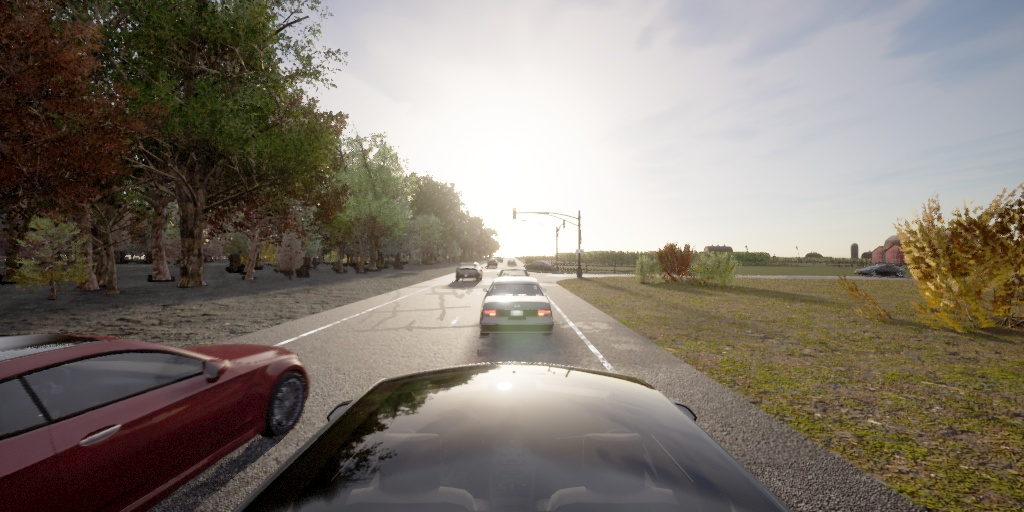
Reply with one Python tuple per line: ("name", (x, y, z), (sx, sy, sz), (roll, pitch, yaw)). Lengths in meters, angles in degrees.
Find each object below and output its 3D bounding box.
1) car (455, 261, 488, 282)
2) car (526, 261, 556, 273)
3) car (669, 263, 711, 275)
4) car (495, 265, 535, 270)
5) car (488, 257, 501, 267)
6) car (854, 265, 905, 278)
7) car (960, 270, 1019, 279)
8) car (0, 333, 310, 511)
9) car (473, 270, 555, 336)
("car", (-3.426, 1.247, 29.227), (2.128, 1.511, 4.902), (0, 0, 0))
("car", (3.626, 1.355, 46.832), (4.674, 1.442, 1.812), (4, 2, 43))
("car", (21.301, 1.531, 42.631), (4.902, 1.511, 2.128), (1, -1, 0))
("car", (0.081, 1.355, 20.034), (1.895, 1.301, 4.718), (0, 0, 0))
("car", (-3.460, 1.259, 64.770), (1.837, 1.490, 4.892), (0, 0, 0))
("car", (43.524, 1.788, 42.528), (4.892, 1.490, 1.837), (1, -1, 1))
("car", (51.384, 1.910, 38.888), (4.718, 1.301, 1.895), (1, -1, 1))
("car", (-3.402, 1.276, 2.479), (1.812, 1.442, 4.674), (0, 0, 0))
("car", (0.087, 1.300, 10.384), (2.033, 1.411, 5.357), (0, 0, 0))
